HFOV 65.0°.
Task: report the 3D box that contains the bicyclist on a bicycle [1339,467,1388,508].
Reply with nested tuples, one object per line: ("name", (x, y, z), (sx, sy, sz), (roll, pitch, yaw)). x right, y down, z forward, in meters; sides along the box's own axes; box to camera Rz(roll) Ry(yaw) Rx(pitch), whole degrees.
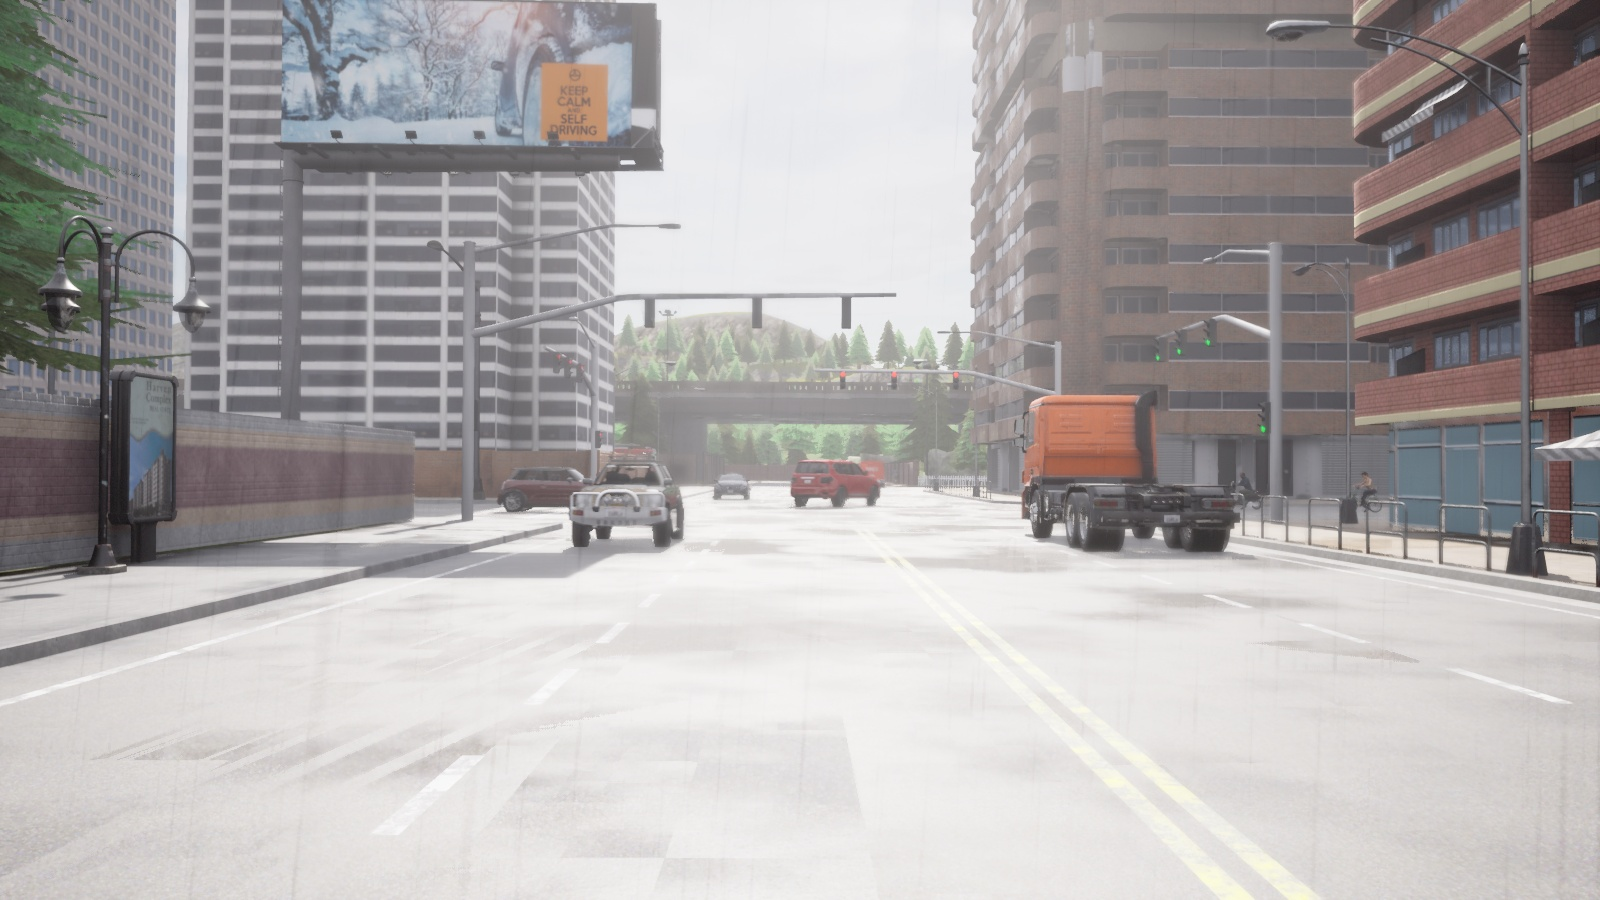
("bicyclist on a bicycle", (22.322, 1.495, 49.752), (1.509, 1.612, 0.866), (0, -1, 0))

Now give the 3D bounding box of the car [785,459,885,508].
("car", (1.624, 1.453, 55.297), (2.150, 2.045, 5.566), (-1, -1, 28))

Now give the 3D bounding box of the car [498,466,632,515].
("car", (-8.614, 1.484, 46.336), (4.553, 1.767, 2.097), (0, -1, 0))

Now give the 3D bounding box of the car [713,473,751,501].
("car", (-3.696, 2.011, 68.991), (1.812, 1.442, 4.674), (0, -1, 0))

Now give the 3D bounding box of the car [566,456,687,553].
("car", (-3.564, 1.091, 26.566), (1.932, 1.855, 4.605), (0, -1, 0))

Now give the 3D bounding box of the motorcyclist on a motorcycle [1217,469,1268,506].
("motorcyclist on a motorcycle", (18.769, 1.585, 53.265), (1.817, 1.590, 0.866), (0, -1, 0))

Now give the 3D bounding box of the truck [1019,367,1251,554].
("truck", (6.917, 0.263, 27.349), (2.891, 3.462, 7.936), (0, -1, 0))
